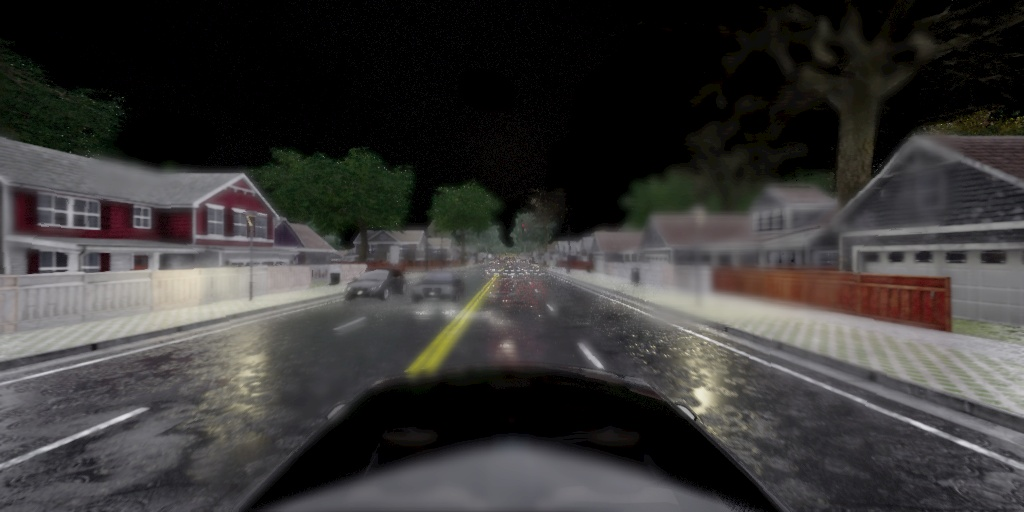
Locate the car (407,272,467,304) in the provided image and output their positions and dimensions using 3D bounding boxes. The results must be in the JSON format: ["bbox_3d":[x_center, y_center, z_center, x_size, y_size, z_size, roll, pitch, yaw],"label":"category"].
[{"bbox_3d":[-3.348,1.476,17.357,1.994,1.385,4.181,0,-1,0],"label":"car"}]

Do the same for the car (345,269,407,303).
[{"bbox_3d":[-6.598,1.425,18.073,1.837,1.490,4.892,0,-1,0],"label":"car"}]
